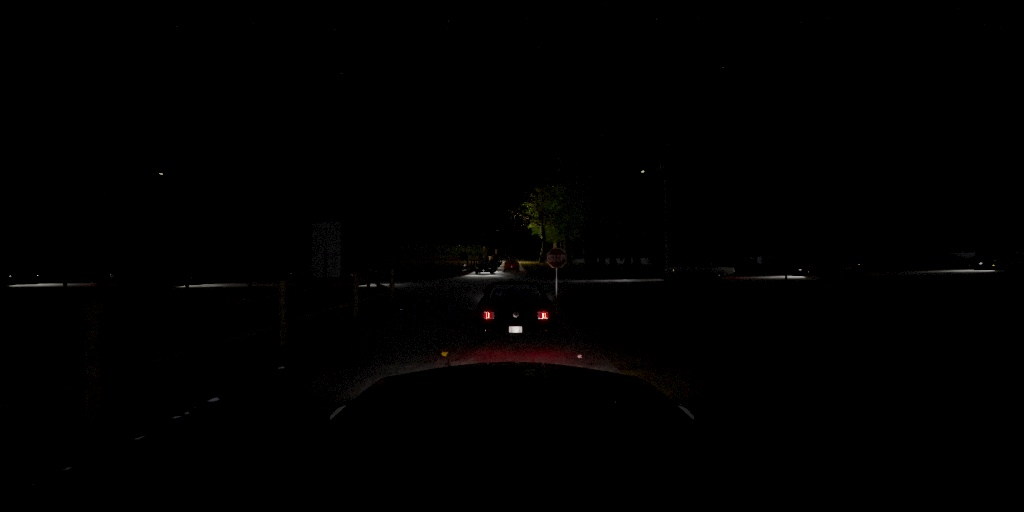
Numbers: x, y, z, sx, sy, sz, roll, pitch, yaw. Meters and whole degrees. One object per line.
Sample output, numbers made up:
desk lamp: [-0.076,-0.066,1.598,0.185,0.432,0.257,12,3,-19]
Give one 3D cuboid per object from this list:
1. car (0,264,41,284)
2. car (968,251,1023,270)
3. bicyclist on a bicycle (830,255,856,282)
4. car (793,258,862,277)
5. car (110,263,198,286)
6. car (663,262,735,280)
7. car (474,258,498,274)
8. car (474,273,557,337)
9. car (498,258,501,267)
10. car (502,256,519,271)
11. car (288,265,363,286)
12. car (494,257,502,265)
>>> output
car: [-35.599,1.202,24.314,5.357,1.411,2.033,1,-1,0]
car: [38.063,0.324,27.606,4.181,1.385,1.994,-2,-1,0]
bicyclist on a bicycle: [19.857,0.746,21.541,0.582,1.620,1.656,-1,-1,0]
car: [24.121,0.827,27.543,4.181,1.385,1.994,-2,-1,0]
car: [-24.213,1.254,24.361,4.892,1.490,1.837,0,-1,0]
car: [14.197,1.121,27.496,4.718,1.301,1.895,-1,-1,0]
car: [-2.948,1.233,39.984,1.812,1.442,4.674,0,0,1]
car: [0.082,1.352,10.226,1.895,1.301,4.718,0,0,0]
car: [-2.925,1.255,49.032,1.895,1.301,4.718,0,0,0]
car: [-0.025,1.142,47.504,1.882,1.535,5.008,0,0,0]
car: [-12.626,1.261,24.416,4.674,1.442,1.812,0,-1,0]
car: [-2.911,1.111,59.518,2.033,1.411,5.357,0,1,1]
